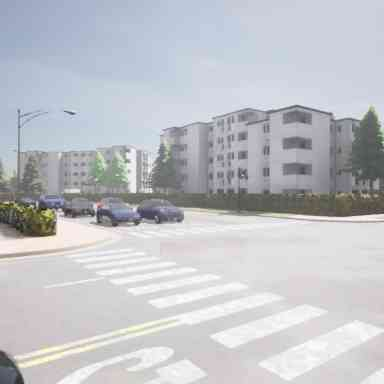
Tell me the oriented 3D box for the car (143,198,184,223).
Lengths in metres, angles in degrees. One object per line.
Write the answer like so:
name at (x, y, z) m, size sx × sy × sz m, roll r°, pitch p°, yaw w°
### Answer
car at (-2.505, 1.362, 25.535) m, size 2.097 × 1.767 × 4.553 m, roll 0°, pitch 0°, yaw -36°

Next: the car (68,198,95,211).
car at (-13.705, 1.515, 41.162) m, size 1.837 × 1.490 × 4.892 m, roll 0°, pitch 0°, yaw -36°

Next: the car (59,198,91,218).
car at (-10.367, 1.571, 30.525) m, size 1.994 × 1.385 × 4.181 m, roll 0°, pitch 0°, yaw -35°

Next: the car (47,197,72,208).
car at (-19.737, 1.502, 49.358) m, size 2.128 × 1.511 × 4.902 m, roll 0°, pitch 0°, yaw -38°

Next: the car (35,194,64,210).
car at (-16.435, 1.229, 38.996) m, size 2.150 × 2.045 × 5.566 m, roll 0°, pitch 0°, yaw -36°

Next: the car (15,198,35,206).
car at (-25.671, 1.554, 51.202) m, size 2.033 × 1.411 × 5.357 m, roll 0°, pitch 0°, yaw -45°

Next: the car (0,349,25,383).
car at (-3.335, 1.503, 1.369) m, size 4.892 × 1.490 × 1.837 m, roll 0°, pitch 0°, yaw -36°

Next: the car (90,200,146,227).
car at (-5.296, 1.533, 23.416) m, size 1.812 × 1.442 × 4.674 m, roll 0°, pitch 0°, yaw -36°

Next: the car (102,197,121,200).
car at (-7.686, 1.362, 32.775) m, size 2.097 × 1.767 × 4.553 m, roll 0°, pitch 0°, yaw -36°
